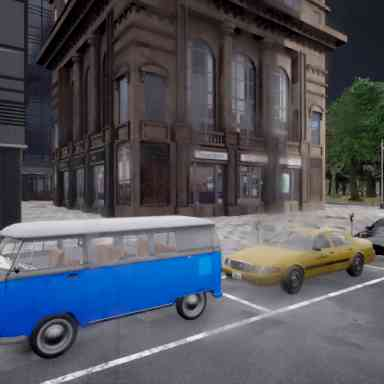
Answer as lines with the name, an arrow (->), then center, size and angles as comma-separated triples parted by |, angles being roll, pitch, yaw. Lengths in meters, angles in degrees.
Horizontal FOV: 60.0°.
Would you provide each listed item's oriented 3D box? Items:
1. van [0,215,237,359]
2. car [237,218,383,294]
van -> -1.337, 1.341, 5.695 | 3.998, 1.788, 1.690 | 0, 0, -35
car -> 2.954, 1.526, 8.750 | 4.829, 1.417, 1.752 | 0, 0, -35
